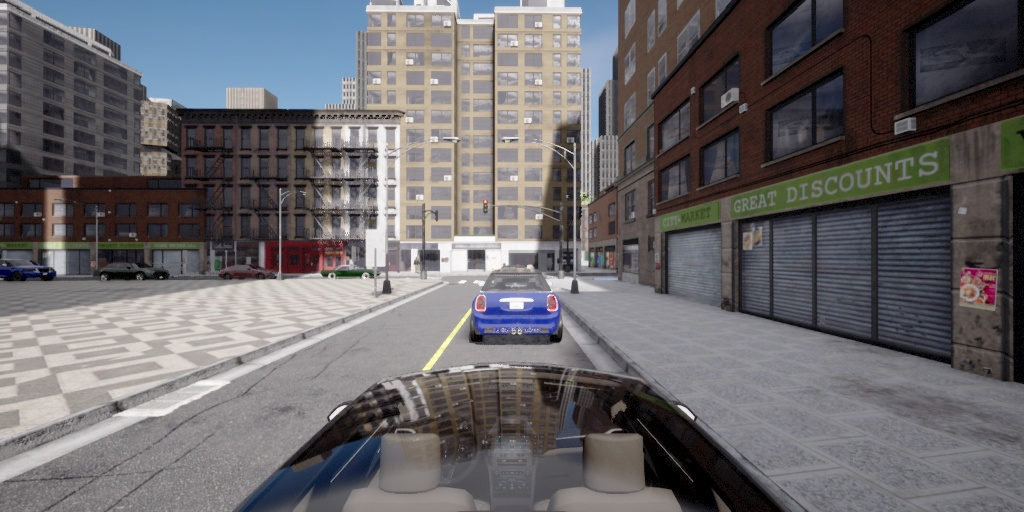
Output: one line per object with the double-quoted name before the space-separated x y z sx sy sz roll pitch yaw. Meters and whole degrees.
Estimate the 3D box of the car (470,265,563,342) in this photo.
"car" 0.095 1.101 9.941 2.097 1.767 4.553 0 0 0

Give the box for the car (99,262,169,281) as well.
"car" -33.254 1.324 31.670 4.553 1.767 2.097 0 0 -1

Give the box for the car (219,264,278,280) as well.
"car" -23.305 1.433 31.818 4.674 1.442 1.812 0 0 -1

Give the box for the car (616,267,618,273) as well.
"car" 12.844 1.118 35.508 4.892 1.490 1.837 -1 0 -1

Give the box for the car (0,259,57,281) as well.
"car" -43.875 1.256 31.562 5.566 2.045 2.150 0 0 0

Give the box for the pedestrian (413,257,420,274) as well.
"pedestrian" -10.204 0.969 38.220 0.375 1.860 0.375 0 0 -1

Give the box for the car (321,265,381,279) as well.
"car" -14.235 1.442 31.926 4.718 1.301 1.895 0 0 -1
